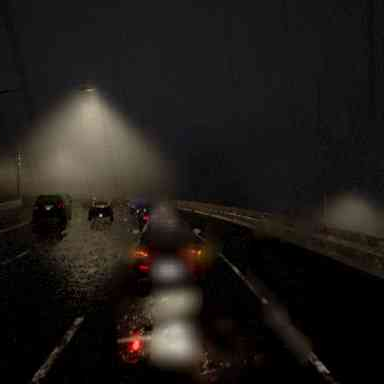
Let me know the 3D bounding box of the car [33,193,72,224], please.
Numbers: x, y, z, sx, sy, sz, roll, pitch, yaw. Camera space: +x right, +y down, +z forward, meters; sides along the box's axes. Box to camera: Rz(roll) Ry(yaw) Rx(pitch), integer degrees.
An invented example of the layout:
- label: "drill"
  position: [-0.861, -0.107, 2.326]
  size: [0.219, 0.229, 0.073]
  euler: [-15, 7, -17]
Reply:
- label: "car"
  position: [-10.327, 1.172, 24.878]
  size: [2.150, 2.045, 5.566]
  euler: [0, 0, -15]

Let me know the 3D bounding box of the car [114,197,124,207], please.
- label: "car"
  position: [-10.029, 1.404, 45.029]
  size: [1.837, 1.490, 4.892]
  euler: [0, 0, -23]

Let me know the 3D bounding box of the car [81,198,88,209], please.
- label: "car"
  position: [-13.435, 1.468, 44.079]
  size: [1.994, 1.385, 4.181]
  euler: [0, 0, -24]

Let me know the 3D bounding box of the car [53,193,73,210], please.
- label: "car"
  position: [-16.703, 1.135, 42.823]
  size: [2.150, 2.045, 5.566]
  euler: [0, 1, -24]

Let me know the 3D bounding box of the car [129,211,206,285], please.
- label: "car"
  position: [-0.712, 1.503, 9.378]
  size: [1.812, 1.442, 4.674]
  euler: [0, 0, -5]

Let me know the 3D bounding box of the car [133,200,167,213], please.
- label: "car"
  position: [-2.472, 1.497, 21.224]
  size: [2.033, 1.411, 5.357]
  euler: [0, 0, -11]

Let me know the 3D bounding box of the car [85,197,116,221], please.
- label: "car"
  position: [-7.345, 1.447, 26.967]
  size: [1.837, 1.490, 4.892]
  euler: [0, 1, -14]

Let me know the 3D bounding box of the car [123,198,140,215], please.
- label: "car"
  position: [-5.292, 1.451, 32.426]
  size: [1.812, 1.442, 4.674]
  euler: [0, 0, -17]
